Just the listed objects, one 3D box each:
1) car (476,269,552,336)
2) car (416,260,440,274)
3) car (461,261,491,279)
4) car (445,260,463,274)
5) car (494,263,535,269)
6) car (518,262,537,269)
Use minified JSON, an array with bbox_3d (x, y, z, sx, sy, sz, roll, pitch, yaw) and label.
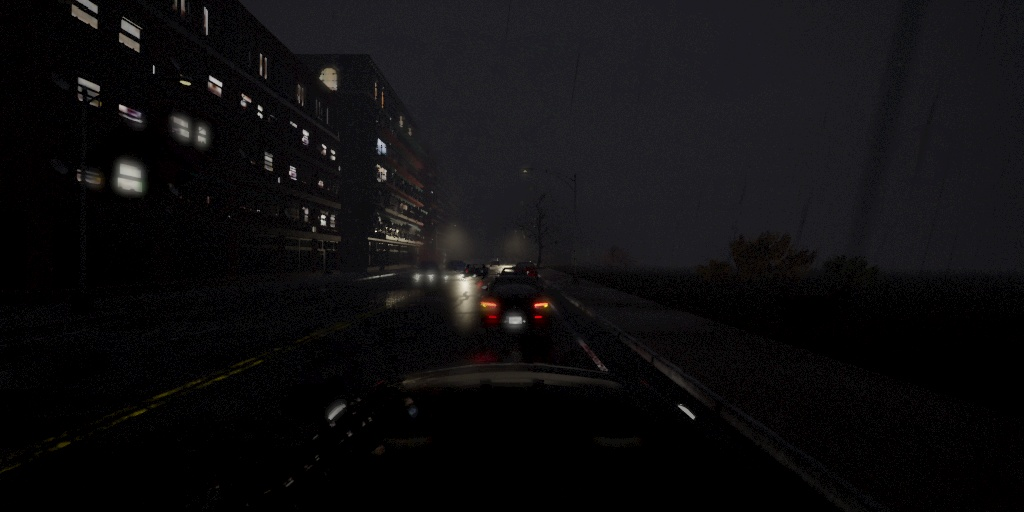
[{"bbox_3d":[0.078,1.278,10.325,1.812,1.442,4.674,0,0,0],"label":"car"},{"bbox_3d":[-9.922,1.233,42.591,1.882,1.535,5.008,0,0,0],"label":"car"},{"bbox_3d":[-3.205,1.356,32.755,1.895,1.301,4.718,0,0,0],"label":"car"},{"bbox_3d":[-6.673,1.233,42.611,1.882,1.535,5.008,0,0,0],"label":"car"},{"bbox_3d":[0.069,1.318,20.492,1.994,1.385,4.181,0,0,0],"label":"car"},{"bbox_3d":[1.088,1.233,30.020,1.882,1.535,5.008,0,0,0],"label":"car"}]
